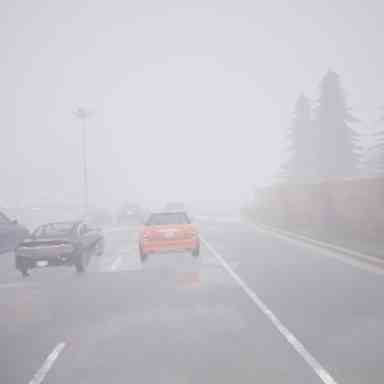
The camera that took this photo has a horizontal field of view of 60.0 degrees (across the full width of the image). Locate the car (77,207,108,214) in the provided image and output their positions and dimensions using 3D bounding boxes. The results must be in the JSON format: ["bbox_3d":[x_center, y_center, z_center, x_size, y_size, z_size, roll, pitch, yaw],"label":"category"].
[{"bbox_3d":[-8.291,2.115,28.723,1.994,1.385,4.181,-3,0,3],"label":"car"}]

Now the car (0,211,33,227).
[{"bbox_3d":[-7.854,1.663,12.006,2.150,2.045,5.566,-3,0,-5],"label":"car"}]

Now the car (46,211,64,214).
[{"bbox_3d":[-17.038,2.661,44.930,1.895,1.301,4.718,-3,0,11],"label":"car"}]

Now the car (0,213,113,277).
[{"bbox_3d":[-4.290,1.759,11.472,2.128,1.511,4.902,-3,0,-5],"label":"car"}]

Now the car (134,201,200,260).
[{"bbox_3d":[-0.939,1.466,13.298,2.097,1.767,4.553,-3,0,-5],"label":"car"}]

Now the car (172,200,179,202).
[{"bbox_3d":[-1.322,1.563,28.490,2.097,1.767,4.553,-3,0,3],"label":"car"}]

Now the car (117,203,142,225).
[{"bbox_3d":[-4.829,1.732,28.191,2.097,1.767,4.553,-3,0,2],"label":"car"}]
